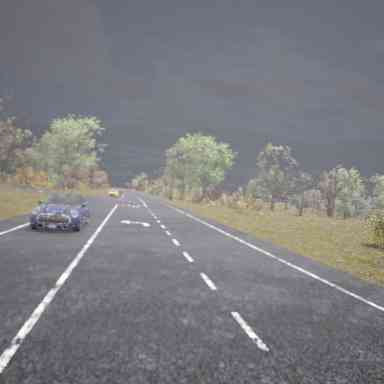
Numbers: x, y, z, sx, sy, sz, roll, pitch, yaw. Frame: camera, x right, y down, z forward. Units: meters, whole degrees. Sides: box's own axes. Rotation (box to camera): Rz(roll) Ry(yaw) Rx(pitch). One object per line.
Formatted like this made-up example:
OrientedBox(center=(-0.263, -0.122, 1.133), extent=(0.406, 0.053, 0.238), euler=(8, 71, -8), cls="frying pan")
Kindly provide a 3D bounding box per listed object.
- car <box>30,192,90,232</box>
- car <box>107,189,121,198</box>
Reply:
OrientedBox(center=(-6.297, 0.847, 16.379), extent=(2.097, 1.767, 4.553), euler=(5, 0, -10), cls="car")
OrientedBox(center=(-15.187, 0.269, 64.058), extent=(1.882, 1.535, 5.008), euler=(4, 0, -11), cls="car")
